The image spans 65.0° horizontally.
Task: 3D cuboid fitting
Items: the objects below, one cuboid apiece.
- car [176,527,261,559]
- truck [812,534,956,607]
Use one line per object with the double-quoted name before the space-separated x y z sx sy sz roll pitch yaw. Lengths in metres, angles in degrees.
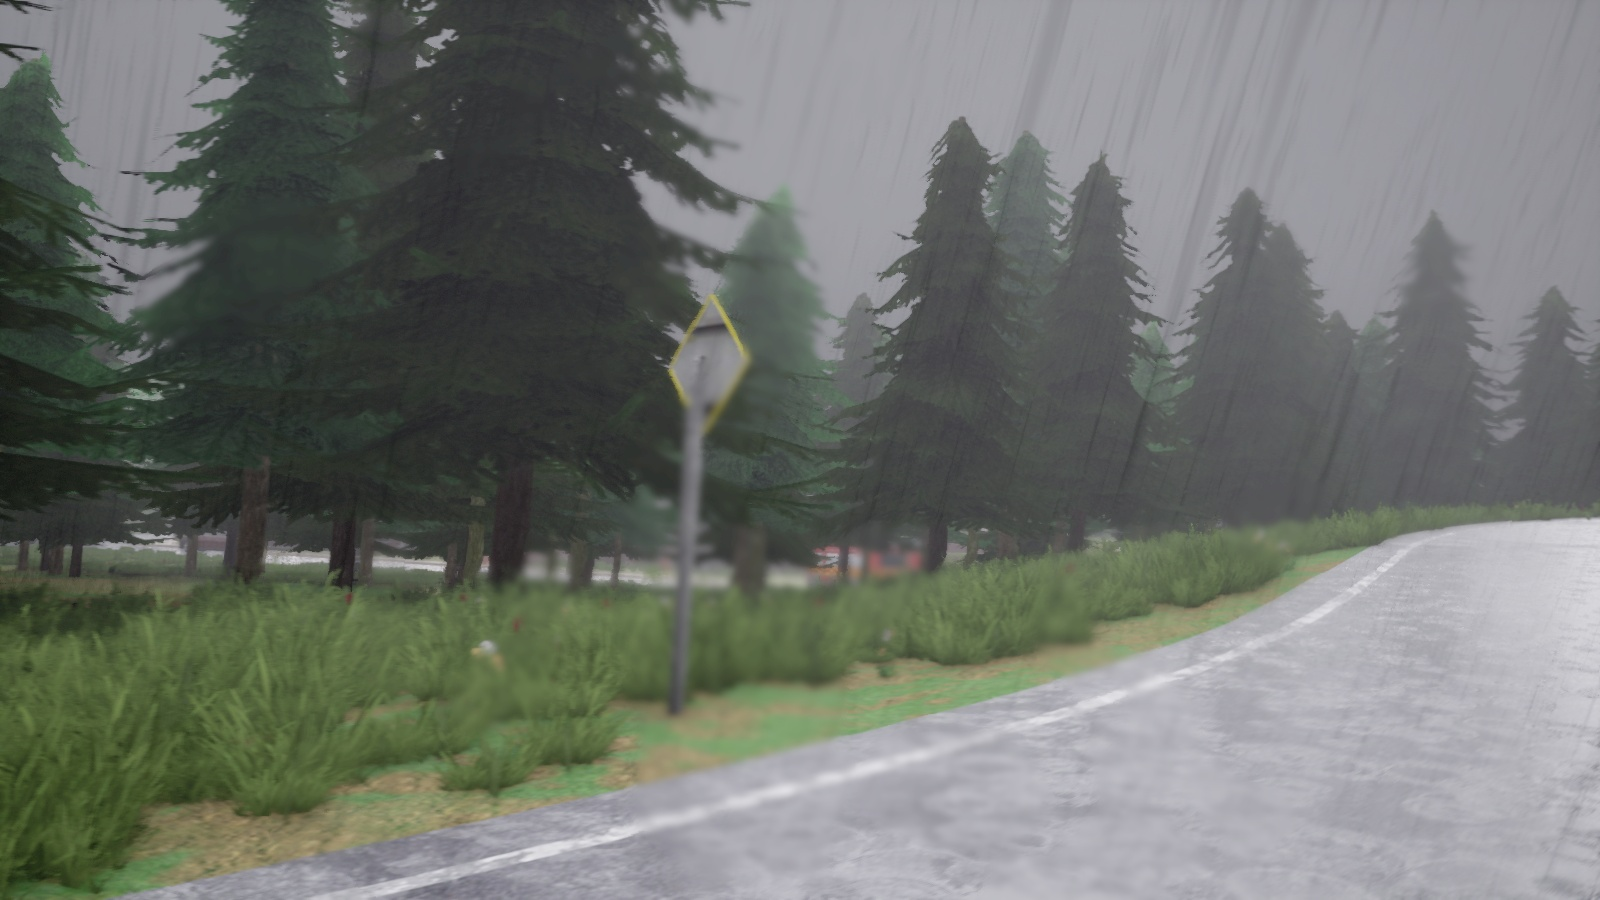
"car" -38.490 6.139 83.204 4.553 1.767 2.097 3 -3 4
"truck" 5.113 7.366 77.060 8.468 3.827 2.891 3 -3 4
